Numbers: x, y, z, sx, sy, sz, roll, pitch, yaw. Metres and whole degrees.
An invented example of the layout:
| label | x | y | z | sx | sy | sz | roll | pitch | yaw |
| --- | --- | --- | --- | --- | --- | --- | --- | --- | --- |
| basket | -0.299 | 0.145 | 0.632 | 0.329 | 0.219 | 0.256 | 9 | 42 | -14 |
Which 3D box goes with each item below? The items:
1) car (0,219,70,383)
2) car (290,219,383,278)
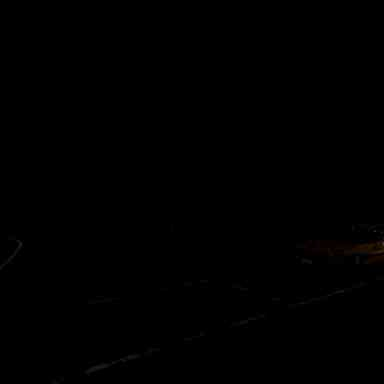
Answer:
| label | x | y | z | sx | sy | sz | roll | pitch | yaw |
| --- | --- | --- | --- | --- | --- | --- | --- | --- | --- |
| car | -3.980 | 1.315 | 3.688 | 5.009 | 1.841 | 2.192 | 0 | 0 | -36 |
| car | 5.015 | 1.527 | 10.138 | 4.829 | 1.417 | 1.752 | 0 | 1 | -34 |
